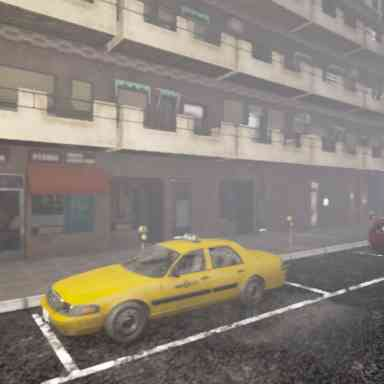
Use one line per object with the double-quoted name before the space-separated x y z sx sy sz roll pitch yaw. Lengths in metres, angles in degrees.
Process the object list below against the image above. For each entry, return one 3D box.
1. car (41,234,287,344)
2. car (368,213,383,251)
"car" -0.228 1.527 6.395 4.829 1.417 1.752 0 0 -36
"car" 8.928 1.322 12.930 5.009 1.841 2.192 0 0 -36
